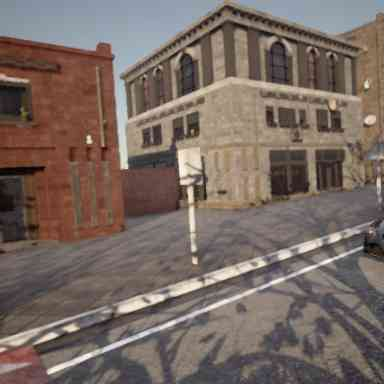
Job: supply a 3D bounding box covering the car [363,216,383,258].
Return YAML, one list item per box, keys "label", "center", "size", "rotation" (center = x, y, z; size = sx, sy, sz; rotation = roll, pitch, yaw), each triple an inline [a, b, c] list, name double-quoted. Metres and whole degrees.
- label: "car"
  center: [5.875, 0.709, 7.867]
  size: [4.181, 1.385, 1.994]
  rotation: [-8, 4, -35]
